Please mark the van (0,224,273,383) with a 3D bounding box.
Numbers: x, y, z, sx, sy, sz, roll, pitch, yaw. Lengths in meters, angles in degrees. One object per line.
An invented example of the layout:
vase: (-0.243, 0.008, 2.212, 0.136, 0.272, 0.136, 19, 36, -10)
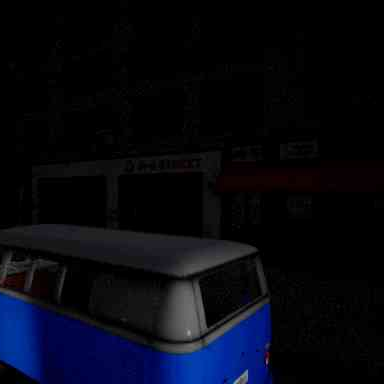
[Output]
van: (-1.094, 1.341, 3.861, 3.998, 1.788, 1.690, 0, 0, 36)
